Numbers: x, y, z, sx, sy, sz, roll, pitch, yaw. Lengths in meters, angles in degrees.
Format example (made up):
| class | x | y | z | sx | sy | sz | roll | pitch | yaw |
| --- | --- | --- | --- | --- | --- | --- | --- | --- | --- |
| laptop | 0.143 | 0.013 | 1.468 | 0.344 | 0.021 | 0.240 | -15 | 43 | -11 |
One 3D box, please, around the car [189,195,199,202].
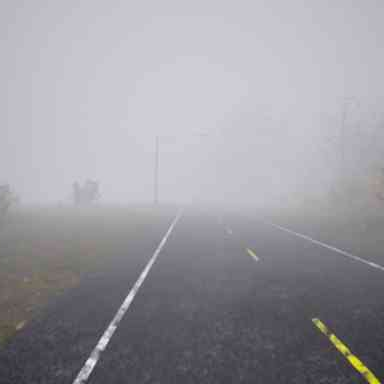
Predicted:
| class | x | y | z | sx | sy | sz | roll | pitch | yaw |
| --- | --- | --- | --- | --- | --- | --- | --- | --- | --- |
| car | 0.483 | 1.534 | 76.288 | 1.837 | 1.490 | 4.892 | 0 | 0 | 0 |
